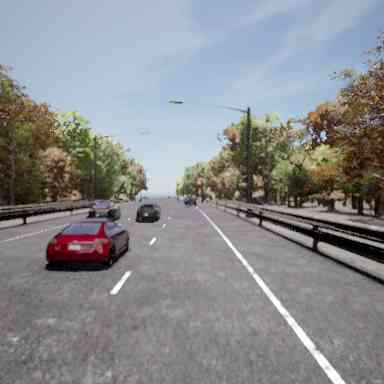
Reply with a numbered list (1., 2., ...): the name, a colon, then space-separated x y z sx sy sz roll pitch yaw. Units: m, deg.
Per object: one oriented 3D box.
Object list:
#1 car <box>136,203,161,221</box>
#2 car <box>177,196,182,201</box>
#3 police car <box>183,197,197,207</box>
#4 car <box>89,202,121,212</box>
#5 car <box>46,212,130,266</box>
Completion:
1. car: -3.693 1.647 28.758 1.812 1.442 4.674 0 0 -1
2. car: -2.949 1.980 94.674 1.812 1.442 4.674 0 -1 -4
3. police car: -0.154 1.740 60.047 1.930 1.638 5.238 0 0 -2
4. car: -7.174 1.608 27.702 2.128 1.511 4.902 0 0 -1
5. car: -3.461 1.607 11.777 1.994 1.385 4.181 0 0 0
